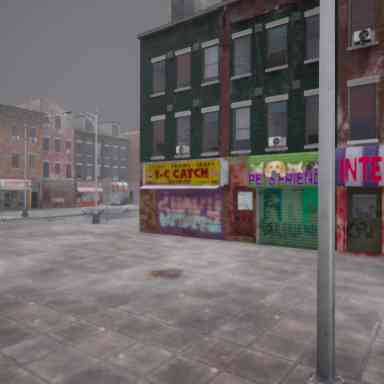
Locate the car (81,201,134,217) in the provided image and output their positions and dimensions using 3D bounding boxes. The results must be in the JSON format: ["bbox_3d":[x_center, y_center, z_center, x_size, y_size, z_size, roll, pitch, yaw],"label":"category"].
[{"bbox_3d":[-7.515,1.482,29.902,1.895,1.301,4.718,0,0,36],"label":"car"}]
